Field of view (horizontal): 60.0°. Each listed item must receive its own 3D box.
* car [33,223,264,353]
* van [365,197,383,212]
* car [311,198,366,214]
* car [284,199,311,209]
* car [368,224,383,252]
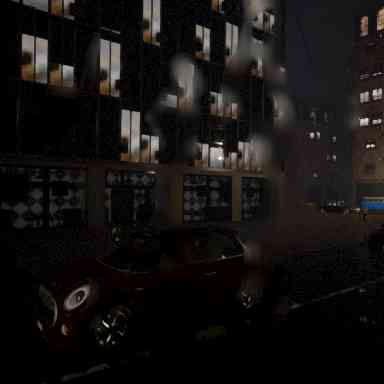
[{"bbox_3d":[-0.636,1.441,6.091,4.097,1.590,1.967,0,1,-35],"label":"car"},{"bbox_3d":[22.168,1.525,39.619,1.690,1.788,3.998,0,-1,-35],"label":"van"},{"bbox_3d":[15.282,1.620,34.841,2.008,1.369,4.403,0,-1,-35],"label":"car"},{"bbox_3d":[15.739,1.787,48.873,1.752,1.417,4.829,0,-1,-35],"label":"car"},{"bbox_3d":[8.440,1.567,12.566,4.313,1.339,1.947,0,1,-35],"label":"car"}]
